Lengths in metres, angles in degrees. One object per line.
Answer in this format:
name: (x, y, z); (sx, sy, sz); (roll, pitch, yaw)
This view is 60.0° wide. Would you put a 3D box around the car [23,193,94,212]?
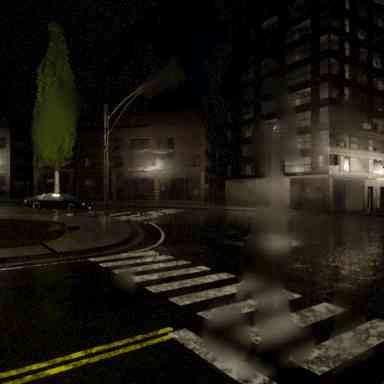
car: (-10.534, 0.786, 26.305); (5.357, 1.411, 2.033); (1, 0, 11)
